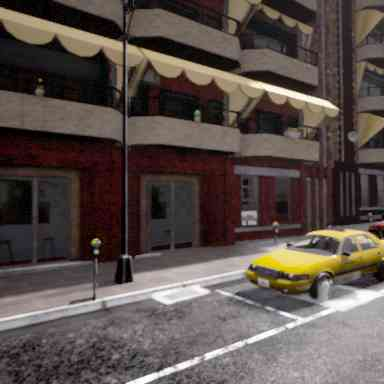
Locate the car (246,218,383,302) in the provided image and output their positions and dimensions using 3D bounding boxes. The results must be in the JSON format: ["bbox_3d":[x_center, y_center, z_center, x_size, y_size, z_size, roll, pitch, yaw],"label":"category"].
[{"bbox_3d":[3.492,1.567,8.415,4.829,1.417,1.752,-1,1,-35],"label":"car"}]

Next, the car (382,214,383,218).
[{"bbox_3d":[8.167,1.285,11.672,5.009,1.841,2.192,-1,1,-35],"label":"car"}]
